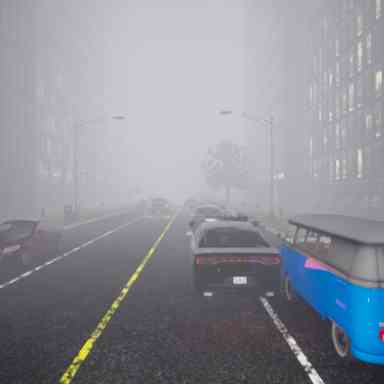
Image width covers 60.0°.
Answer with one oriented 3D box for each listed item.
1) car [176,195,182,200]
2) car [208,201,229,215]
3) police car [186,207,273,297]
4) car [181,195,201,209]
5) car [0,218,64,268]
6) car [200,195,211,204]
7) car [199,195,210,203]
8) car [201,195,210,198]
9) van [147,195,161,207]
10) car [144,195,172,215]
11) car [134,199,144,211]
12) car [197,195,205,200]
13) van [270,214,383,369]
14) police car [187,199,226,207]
[{"bbox_3d":[-3.213,1.444,88.067,1.812,1.442,4.674,0,0,0],"label":"car"},{"bbox_3d":[2.609,1.578,34.054,1.802,1.307,4.206,0,0,0],"label":"car"},{"bbox_3d":[0.879,1.424,8.716,1.930,1.638,5.238,0,0,0],"label":"police car"},{"bbox_3d":[-0.102,1.468,45.189,1.882,1.535,5.008,0,0,1],"label":"car"},{"bbox_3d":[-5.717,1.581,11.266,1.802,1.307,4.206,0,0,0],"label":"car"},{"bbox_3d":[2.541,1.406,62.516,1.967,1.590,4.097,0,0,0],"label":"car"},{"bbox_3d":[2.527,1.397,68.208,1.967,1.590,4.097,0,0,0],"label":"car"},{"bbox_3d":[2.582,1.541,45.438,2.008,1.369,4.403,0,0,0],"label":"car"},{"bbox_3d":[-5.813,1.325,51.114,1.690,1.788,3.998,0,0,0],"label":"van"},{"bbox_3d":[-3.181,1.349,33.342,2.097,1.767,4.553,0,0,0],"label":"car"},{"bbox_3d":[-5.786,1.545,39.729,2.008,1.369,4.403,0,0,0],"label":"car"},{"bbox_3d":[2.472,1.456,90.978,1.887,1.381,4.507,0,0,0],"label":"car"},{"bbox_3d":[2.677,1.341,5.592,1.690,1.788,3.998,0,0,0],"label":"van"},{"bbox_3d":[0.855,1.423,18.716,1.930,1.638,5.238,0,0,0],"label":"police car"}]
